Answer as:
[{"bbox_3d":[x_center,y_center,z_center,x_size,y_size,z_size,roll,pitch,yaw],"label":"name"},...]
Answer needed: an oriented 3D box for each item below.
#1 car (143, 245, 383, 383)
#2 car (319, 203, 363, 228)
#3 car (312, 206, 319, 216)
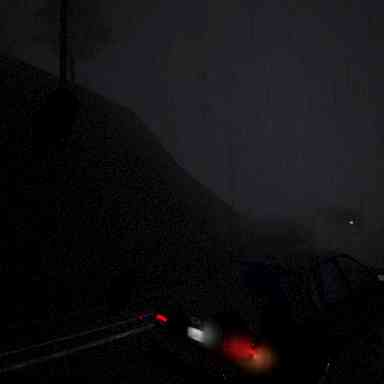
[{"bbox_3d":[1.764,1.619,5.411,2.033,1.411,5.357,0,-1,43],"label":"car"},{"bbox_3d":[11.453,1.873,25.469,1.837,1.490,4.892,1,0,9],"label":"car"},{"bbox_3d":[15.062,1.998,37.013,1.882,1.535,5.008,1,0,-4],"label":"car"}]
